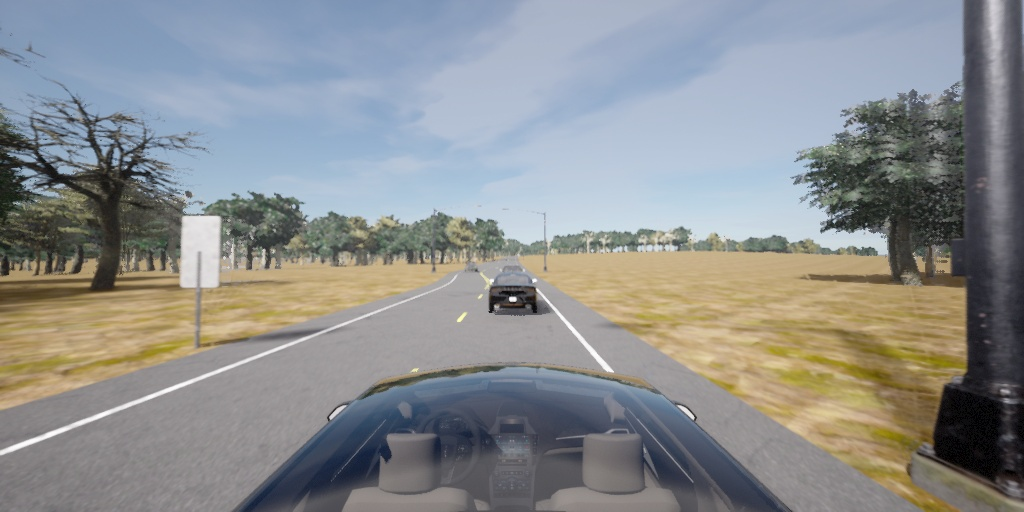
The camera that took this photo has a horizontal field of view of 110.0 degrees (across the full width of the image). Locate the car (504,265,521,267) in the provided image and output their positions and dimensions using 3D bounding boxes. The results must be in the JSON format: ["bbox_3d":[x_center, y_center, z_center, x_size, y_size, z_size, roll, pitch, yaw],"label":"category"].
[{"bbox_3d":[0.039,1.479,29.119,2.097,1.767,4.553,0,-1,1],"label":"car"}]

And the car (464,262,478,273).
[{"bbox_3d":[-6.835,1.839,60.383,2.097,1.767,4.553,0,0,-2],"label":"car"}]

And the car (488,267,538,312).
[{"bbox_3d":[0.051,1.416,15.321,1.882,1.535,5.008,0,0,1],"label":"car"}]
